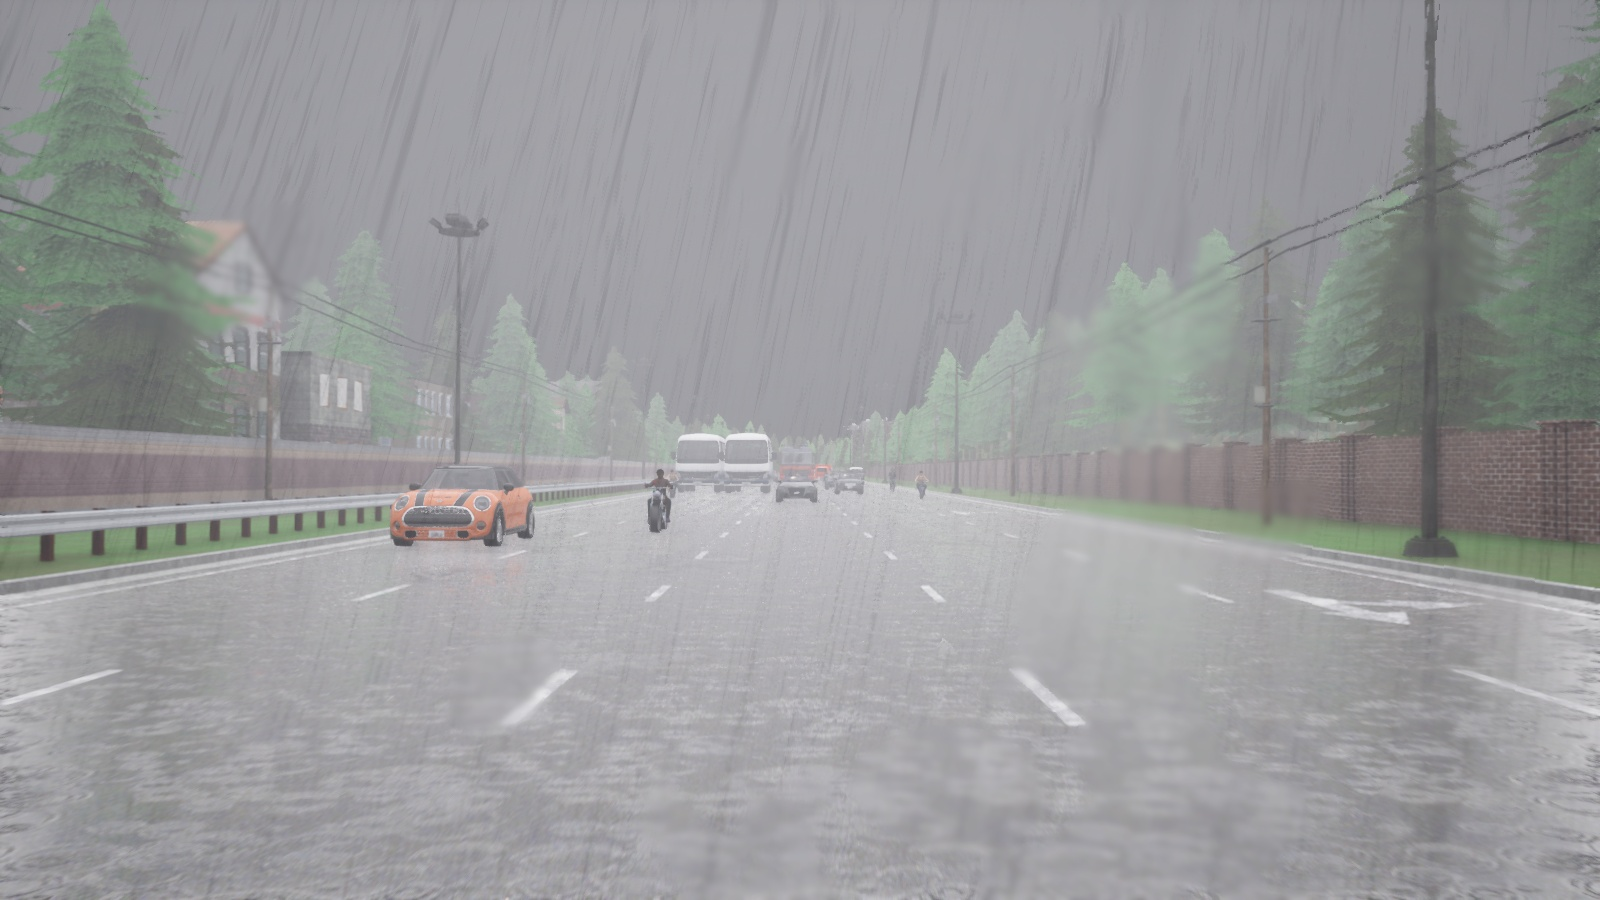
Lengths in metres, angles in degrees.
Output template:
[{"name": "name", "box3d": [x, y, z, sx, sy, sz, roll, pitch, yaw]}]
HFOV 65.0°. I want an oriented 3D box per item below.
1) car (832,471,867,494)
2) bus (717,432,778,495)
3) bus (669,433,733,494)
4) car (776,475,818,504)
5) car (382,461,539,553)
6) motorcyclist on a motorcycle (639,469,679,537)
[{"name": "car", "box3d": [3.297, 2.173, 84.588, 2.128, 1.511, 4.902, 0, -1, 0]}, {"name": "bus", "box3d": [-3.676, 0.985, 91.128, 3.944, 4.253, 10.273, -1, -1, 0]}, {"name": "bus", "box3d": [-7.229, 1.025, 93.097, 3.944, 4.253, 10.273, 0, -1, 0]}, {"name": "car", "box3d": [-0.150, 1.931, 62.836, 1.994, 1.385, 4.181, 0, -1, 0]}, {"name": "car", "box3d": [-7.065, 1.147, 26.639, 2.097, 1.767, 4.553, 0, -1, 0]}, {"name": "motorcyclist on a motorcycle", "box3d": [-3.577, 1.315, 32.015, 0.766, 1.649, 2.350, 0, -1, 0]}]
